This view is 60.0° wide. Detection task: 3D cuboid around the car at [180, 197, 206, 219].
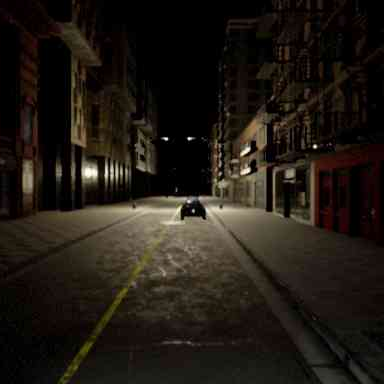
[{"bbox_3d":[0.097,1.376,26.791,1.994,1.385,4.181,0,0,0],"label":"car"}]
